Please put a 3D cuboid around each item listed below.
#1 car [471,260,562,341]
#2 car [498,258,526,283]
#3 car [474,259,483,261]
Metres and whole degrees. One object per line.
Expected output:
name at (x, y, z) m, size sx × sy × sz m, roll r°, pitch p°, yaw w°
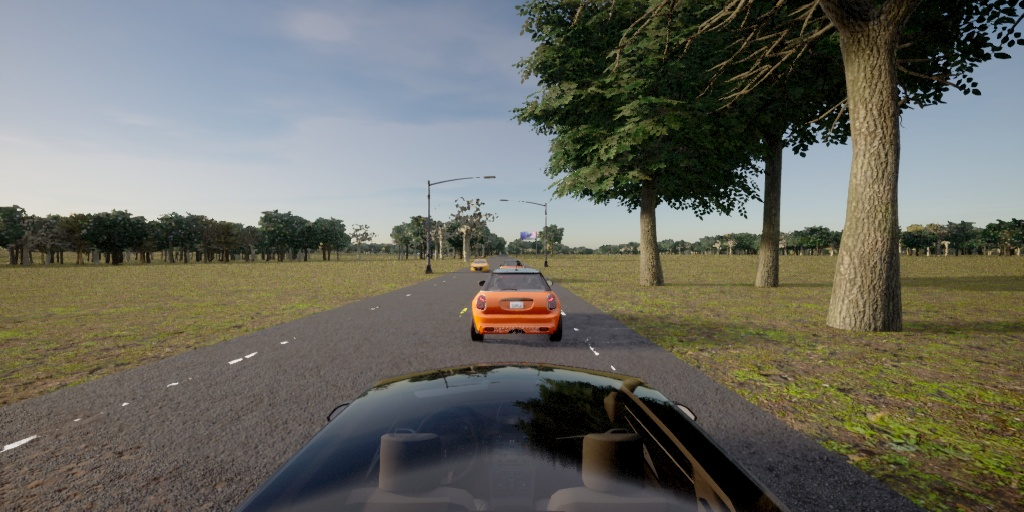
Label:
car at (0.105, 1.098, 10.016) m, size 2.097 × 1.767 × 4.553 m, roll 0°, pitch 0°, yaw 0°
car at (0.060, 1.078, 28.858) m, size 2.097 × 1.767 × 4.553 m, roll 0°, pitch 0°, yaw 1°
car at (-3.714, 1.138, 41.890) m, size 1.882 × 1.535 × 5.008 m, roll 0°, pitch 0°, yaw 0°
